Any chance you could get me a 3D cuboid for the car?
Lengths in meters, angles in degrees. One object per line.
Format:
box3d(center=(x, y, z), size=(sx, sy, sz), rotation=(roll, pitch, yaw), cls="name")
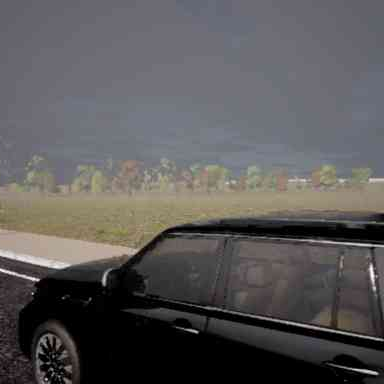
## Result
box3d(center=(0.611, 1.210, 3.255), size=(5.566, 2.045, 2.150), rotation=(-1, 0, 35), cls="car")
